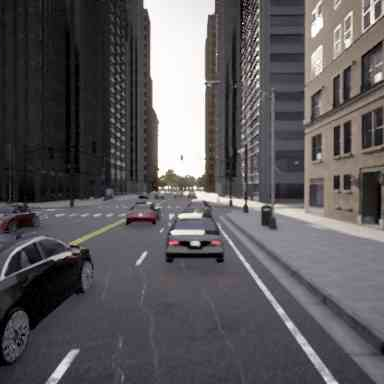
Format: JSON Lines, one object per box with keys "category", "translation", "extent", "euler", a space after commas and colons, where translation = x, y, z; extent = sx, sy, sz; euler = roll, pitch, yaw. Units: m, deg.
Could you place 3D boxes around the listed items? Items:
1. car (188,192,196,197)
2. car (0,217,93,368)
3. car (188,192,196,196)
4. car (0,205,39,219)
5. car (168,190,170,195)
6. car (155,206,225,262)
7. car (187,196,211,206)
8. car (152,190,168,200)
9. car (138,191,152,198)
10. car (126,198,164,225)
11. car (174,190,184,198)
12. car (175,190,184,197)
{"category": "car", "translation": [-0.017, 0.579, 89.065], "extent": [1.895, 1.301, 4.718], "euler": [0, 1, 0]}
{"category": "car", "translation": [-3.150, 1.438, 5.660], "extent": [2.128, 1.511, 4.902], "euler": [0, 1, 0]}
{"category": "car", "translation": [-0.015, 0.774, 79.032], "extent": [1.994, 1.385, 4.181], "euler": [0, 1, 0]}
{"category": "car", "translation": [-9.821, 1.398, 17.599], "extent": [1.994, 1.385, 4.181], "euler": [0, 0, 0]}
{"category": "car", "translation": [-6.516, 0.307, 82.782], "extent": [1.837, 1.490, 4.892], "euler": [0, 1, 0]}
{"category": "car", "translation": [0.098, 1.438, 11.654], "extent": [2.033, 1.411, 5.357], "euler": [0, 1, 0]}
{"category": "car", "translation": [0.579, 1.308, 26.679], "extent": [1.994, 1.385, 4.181], "euler": [0, 0, 7]}
{"category": "car", "translation": [-6.515, 0.839, 67.437], "extent": [1.837, 1.490, 4.892], "euler": [0, 1, 0]}
{"category": "car", "translation": [-9.764, 0.936, 67.409], "extent": [1.895, 1.301, 4.718], "euler": [0, 1, 0]}
{"category": "car", "translation": [-3.180, 1.351, 22.350], "extent": [1.994, 1.385, 4.181], "euler": [0, 1, -1]}
{"category": "car", "translation": [-3.265, 0.764, 78.615], "extent": [2.033, 1.411, 5.357], "euler": [0, 1, 0]}
{"category": "car", "translation": [-3.267, 0.340, 89.002], "extent": [2.097, 1.767, 4.553], "euler": [0, 1, 0]}
